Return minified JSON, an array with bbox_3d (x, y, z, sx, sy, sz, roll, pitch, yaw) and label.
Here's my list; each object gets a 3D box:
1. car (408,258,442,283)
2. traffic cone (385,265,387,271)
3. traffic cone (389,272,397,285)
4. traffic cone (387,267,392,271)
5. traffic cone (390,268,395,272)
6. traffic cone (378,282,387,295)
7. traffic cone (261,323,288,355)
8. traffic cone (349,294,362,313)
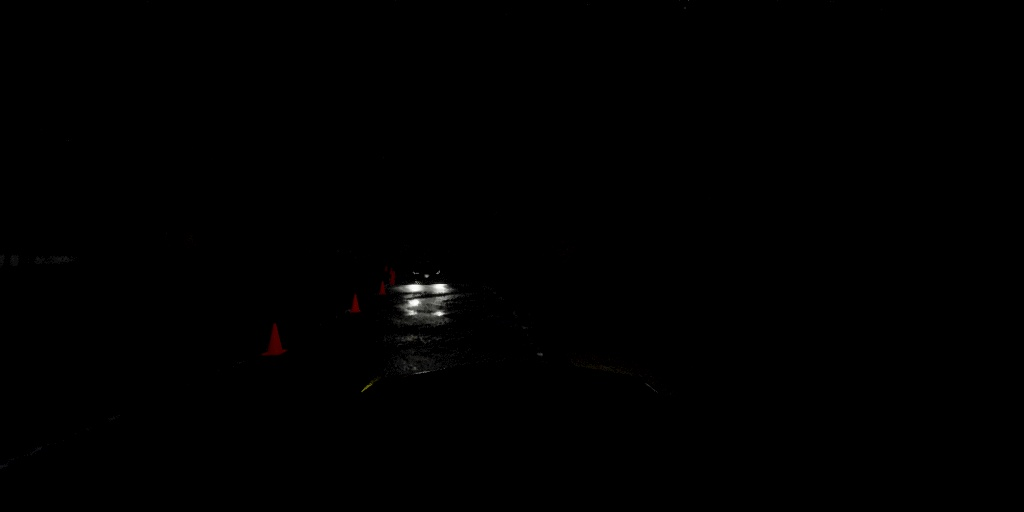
[{"bbox_3d":[-5.852,0.936,23.985,1.837,1.490,4.892,0,1,-17],"label":"car"},{"bbox_3d":[-12.274,1.196,34.976,0.340,0.580,0.340,0,0,-26],"label":"traffic cone"},{"bbox_3d":[-7.146,1.413,21.408,0.340,0.580,0.340,0,0,-15],"label":"traffic cone"},{"bbox_3d":[-10.276,1.266,30.566,0.340,0.580,0.340,0,0,-23],"label":"traffic cone"},{"bbox_3d":[-8.565,1.339,26.037,0.340,0.580,0.340,0,0,-19],"label":"traffic cone"},{"bbox_3d":[-6.026,1.488,16.698,0.340,0.580,0.340,0,0,-12],"label":"traffic cone"},{"bbox_3d":[-4.699,1.628,7.111,0.340,0.580,0.340,0,0,-4],"label":"traffic cone"},{"bbox_3d":[-5.209,1.560,11.926,0.340,0.580,0.340,0,0,-8],"label":"traffic cone"}]
